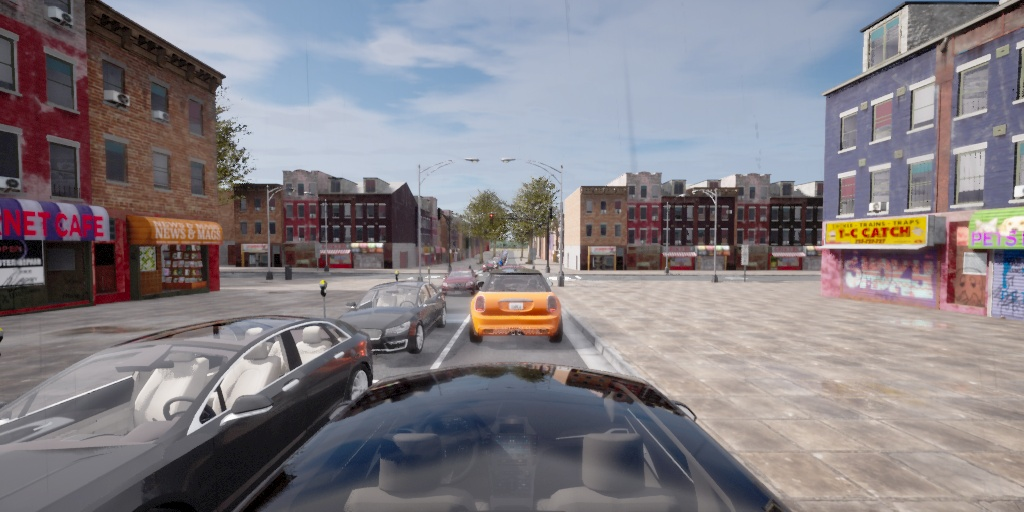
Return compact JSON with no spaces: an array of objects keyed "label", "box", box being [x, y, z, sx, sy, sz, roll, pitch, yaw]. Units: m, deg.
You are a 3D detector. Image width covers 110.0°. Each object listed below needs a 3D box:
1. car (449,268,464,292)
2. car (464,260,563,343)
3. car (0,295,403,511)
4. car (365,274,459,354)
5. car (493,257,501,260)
[{"label":"car","box":[-2.677,1.336,19.441,1.802,1.307,4.207,0,0,0]},{"label":"car","box":[0.083,1.101,9.857,2.097,1.767,4.553,0,0,0]},{"label":"car","box":[-2.643,1.300,3.098,2.007,1.370,4.403,0,0,0]},{"label":"car","box":[-2.654,1.299,8.547,2.007,1.370,4.403,0,0,0]},{"label":"car","box":[-2.733,1.245,46.216,1.967,1.591,4.097,0,0,0]}]
